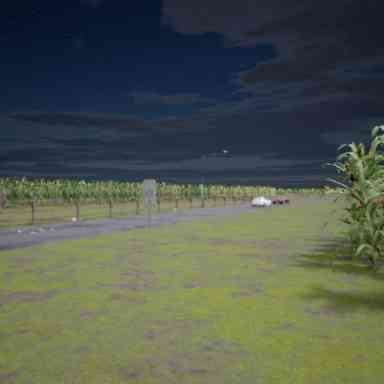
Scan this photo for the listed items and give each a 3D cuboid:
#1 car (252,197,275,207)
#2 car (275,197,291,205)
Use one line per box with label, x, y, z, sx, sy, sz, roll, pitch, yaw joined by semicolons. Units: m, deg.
car;10.242;1.442;48.768;1.812;1.442;4.674;1;0;31
car;15.501;1.506;57.471;1.895;1.301;4.718;1;1;35
